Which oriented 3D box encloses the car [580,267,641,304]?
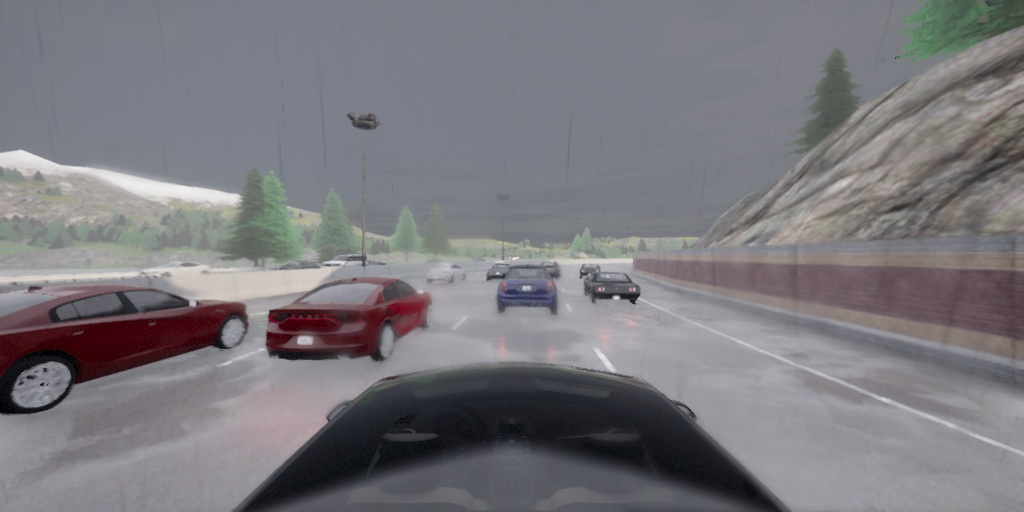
[{"bbox_3d":[4.365,1.359,16.393,1.895,1.301,4.718,0,0,6],"label":"car"}]

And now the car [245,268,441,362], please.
[{"bbox_3d":[-3.227,1.208,8.240,1.882,1.535,5.008,0,0,2],"label":"car"}]

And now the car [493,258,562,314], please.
[{"bbox_3d":[0.668,1.095,14.047,2.097,1.767,4.553,0,0,5],"label":"car"}]

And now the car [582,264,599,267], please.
[{"bbox_3d":[7.419,1.358,33.782,1.895,1.301,4.718,0,0,13],"label":"car"}]

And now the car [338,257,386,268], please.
[{"bbox_3d":[-14.052,1.150,34.770,2.128,1.511,4.902,0,0,12],"label":"car"}]

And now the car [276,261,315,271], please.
[{"bbox_3d":[-21.041,1.191,35.445,1.994,1.385,4.181,0,0,12],"label":"car"}]

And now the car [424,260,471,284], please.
[{"bbox_3d":[-4.786,1.233,26.506,1.812,1.442,4.674,0,0,10],"label":"car"}]

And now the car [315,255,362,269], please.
[{"bbox_3d":[-17.137,0.863,37.112,2.150,2.045,5.566,0,0,13],"label":"car"}]

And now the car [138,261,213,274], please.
[{"bbox_3d":[-26.007,1.136,27.935,1.812,1.442,4.674,0,0,10],"label":"car"}]

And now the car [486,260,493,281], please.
[{"bbox_3d":[-0.709,1.288,29.287,1.994,1.385,4.181,0,0,11],"label":"car"}]

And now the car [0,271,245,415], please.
[{"bbox_3d":[-6.806,1.193,5.951,1.882,1.535,5.008,0,0,1],"label":"car"}]
